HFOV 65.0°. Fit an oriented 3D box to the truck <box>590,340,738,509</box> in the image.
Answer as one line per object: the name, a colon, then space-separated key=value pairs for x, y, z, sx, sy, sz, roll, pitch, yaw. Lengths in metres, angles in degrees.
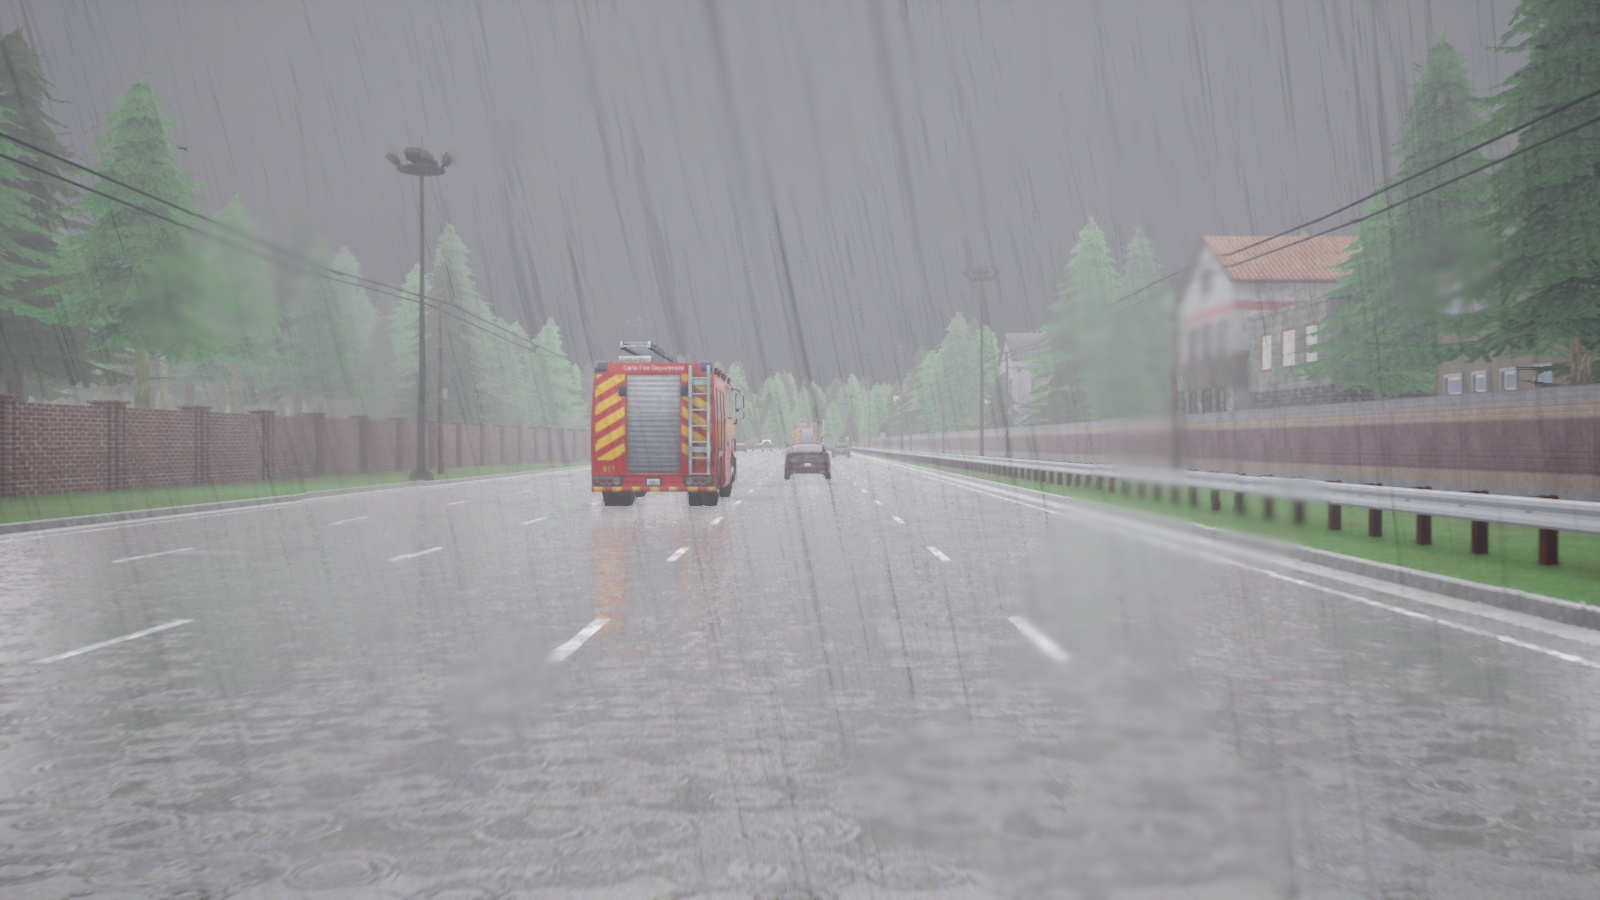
truck: x=-3.297 y=-0.605 z=32.742 sx=2.891 sy=3.827 sz=8.468 roll=0 pitch=0 yaw=0

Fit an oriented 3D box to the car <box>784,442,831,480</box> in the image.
car: x=0.318 y=0.426 z=52.999 sx=1.882 sy=1.535 sz=5.008 roll=0 pitch=0 yaw=0
